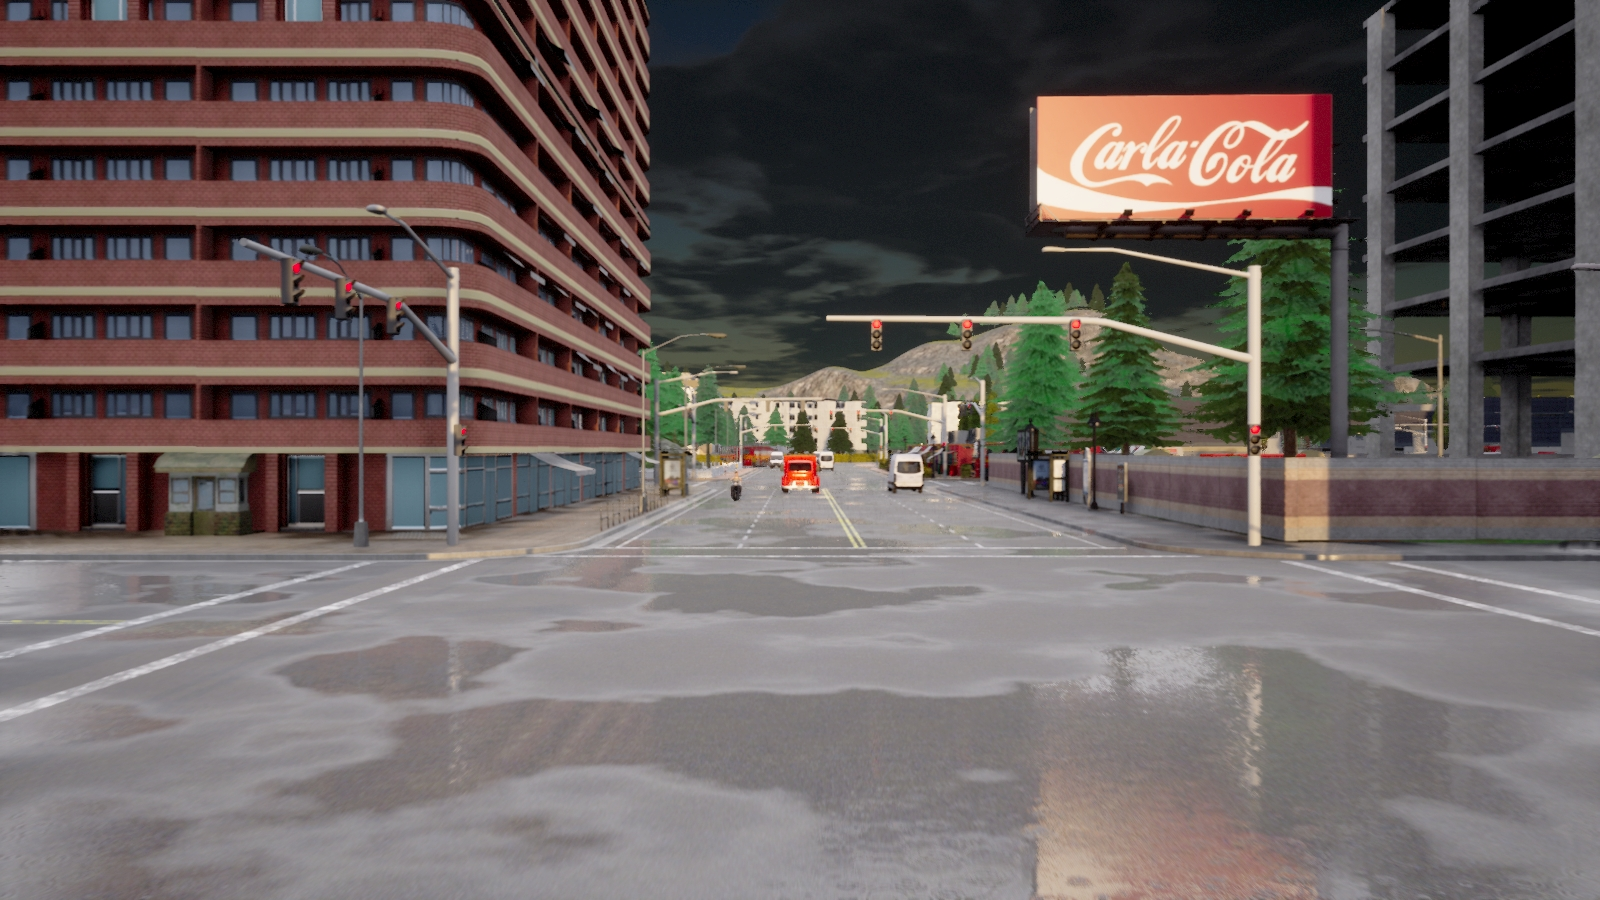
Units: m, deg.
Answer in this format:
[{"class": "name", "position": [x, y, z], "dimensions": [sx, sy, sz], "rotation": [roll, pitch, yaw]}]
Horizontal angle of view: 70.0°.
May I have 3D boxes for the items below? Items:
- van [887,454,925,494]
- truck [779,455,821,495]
[{"class": "van", "position": [7.000, 1.544, 76.195], "dimensions": [1.988, 2.561, 5.915], "rotation": [0, 0, 0]}, {"class": "truck", "position": [0.024, 1.576, 74.059], "dimensions": [2.627, 2.467, 5.204], "rotation": [0, 0, 1]}]
